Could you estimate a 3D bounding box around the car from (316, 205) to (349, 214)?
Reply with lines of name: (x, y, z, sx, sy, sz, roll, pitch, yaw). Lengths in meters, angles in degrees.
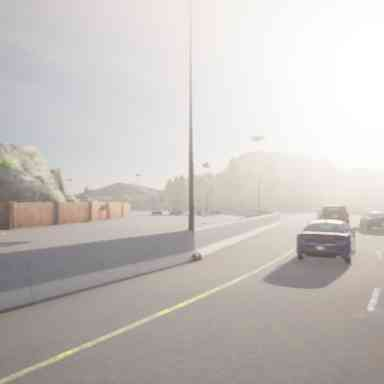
car: (11.292, 2.026, 26.774, 2.150, 2.045, 5.566, -1, -2, 18)

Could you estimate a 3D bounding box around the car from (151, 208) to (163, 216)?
car: (-6.388, 3.537, 60.641, 2.033, 1.411, 5.357, 0, -2, -8)

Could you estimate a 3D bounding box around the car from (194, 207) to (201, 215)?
car: (0.485, 3.542, 62.006, 2.033, 1.411, 5.357, 0, -2, -8)

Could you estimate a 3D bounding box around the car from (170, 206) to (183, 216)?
car: (-2.748, 3.275, 59.251, 2.097, 1.767, 4.553, 0, -2, -6)

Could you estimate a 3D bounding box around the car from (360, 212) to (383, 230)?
car: (15.088, 2.320, 27.212, 1.812, 1.442, 4.674, -1, -2, 17)

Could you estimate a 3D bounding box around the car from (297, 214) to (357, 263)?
car: (5.724, 1.899, 13.899, 1.882, 1.535, 5.008, -1, -2, 29)

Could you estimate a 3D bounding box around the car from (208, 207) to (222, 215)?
car: (4.153, 3.431, 60.503, 1.837, 1.490, 4.892, 0, -2, -6)
